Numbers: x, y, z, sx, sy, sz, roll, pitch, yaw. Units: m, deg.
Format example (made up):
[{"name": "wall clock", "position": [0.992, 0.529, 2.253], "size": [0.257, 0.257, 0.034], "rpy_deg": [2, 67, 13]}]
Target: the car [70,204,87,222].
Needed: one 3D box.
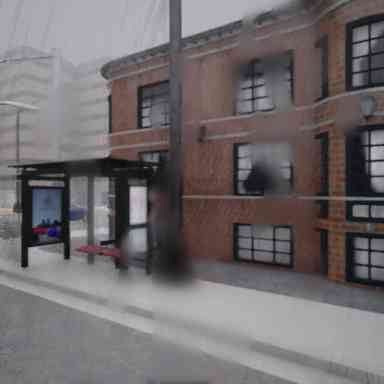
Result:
[{"name": "car", "position": [-9.554, 1.456, 24.125], "size": [1.882, 1.535, 5.008], "rpy_deg": [0, 0, 37]}]
